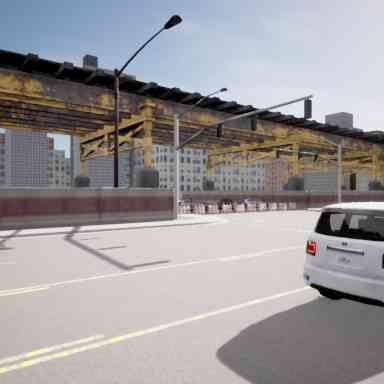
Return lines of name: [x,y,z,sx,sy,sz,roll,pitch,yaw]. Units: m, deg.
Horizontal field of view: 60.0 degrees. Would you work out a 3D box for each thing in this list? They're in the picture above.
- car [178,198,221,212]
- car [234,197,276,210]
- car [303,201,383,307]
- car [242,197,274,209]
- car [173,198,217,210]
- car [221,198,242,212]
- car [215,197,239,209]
car: [0.414,1.453,36.573,4.974,1.542,2.038,0,0,8]
car: [8.085,1.453,43.000,4.974,1.542,2.038,0,0,-7]
car: [4.766,1.221,7.157,5.566,2.045,2.150,0,0,-35]
car: [8.033,1.295,42.993,4.536,1.218,1.853,0,0,-7]
car: [0.363,1.295,36.580,4.536,1.218,1.853,0,0,8]
car: [4.166,1.453,39.249,2.038,1.542,4.974,0,0,18]
car: [4.181,1.295,39.299,1.853,1.218,4.536,0,0,18]
